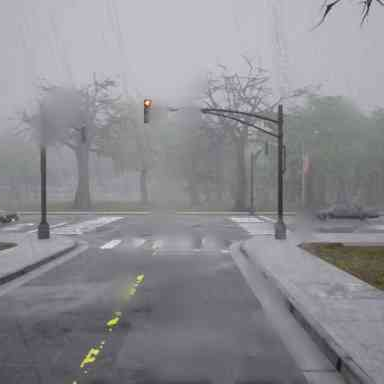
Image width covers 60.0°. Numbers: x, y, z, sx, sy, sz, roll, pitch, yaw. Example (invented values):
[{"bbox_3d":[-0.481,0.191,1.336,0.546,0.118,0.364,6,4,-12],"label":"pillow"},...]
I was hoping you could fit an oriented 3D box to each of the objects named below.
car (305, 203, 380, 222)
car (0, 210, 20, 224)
[{"bbox_3d":[11.821,1.563,26.311,5.357,1.411,2.033,0,0,0],"label":"car"},{"bbox_3d":[-14.880,1.534,22.900,5.357,1.411,2.033,0,0,3],"label":"car"}]
